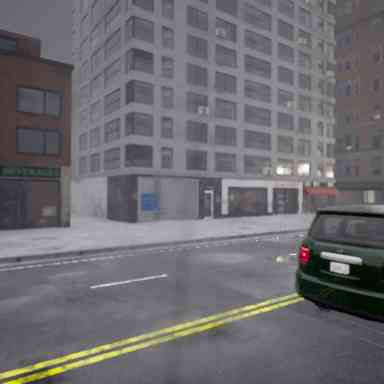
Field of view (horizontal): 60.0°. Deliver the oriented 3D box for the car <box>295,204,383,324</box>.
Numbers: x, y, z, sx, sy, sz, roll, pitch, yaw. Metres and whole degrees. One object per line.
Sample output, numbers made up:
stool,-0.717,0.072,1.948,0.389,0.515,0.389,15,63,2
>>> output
car,4.414,1.252,6.585,5.566,2.045,2.150,0,0,-35
